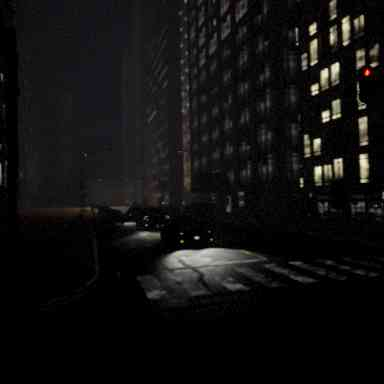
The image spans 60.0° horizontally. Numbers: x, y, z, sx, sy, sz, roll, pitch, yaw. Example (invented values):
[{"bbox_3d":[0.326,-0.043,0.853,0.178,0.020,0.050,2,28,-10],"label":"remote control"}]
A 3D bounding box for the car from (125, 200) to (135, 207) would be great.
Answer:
[{"bbox_3d":[-17.536,3.316,93.448,2.192,1.841,5.009,0,-1,-17],"label":"car"}]

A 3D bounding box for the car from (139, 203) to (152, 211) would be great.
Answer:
[{"bbox_3d":[-9.307,2.937,66.469,1.887,1.381,4.507,-1,-1,-17],"label":"car"}]

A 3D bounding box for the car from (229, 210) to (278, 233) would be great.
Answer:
[{"bbox_3d":[4.013,1.916,22.663,1.752,1.417,4.829,-1,-1,-17],"label":"car"}]

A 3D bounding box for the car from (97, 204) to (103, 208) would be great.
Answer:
[{"bbox_3d":[-12.373,2.749,47.800,1.802,1.307,4.206,0,-1,-17],"label":"car"}]

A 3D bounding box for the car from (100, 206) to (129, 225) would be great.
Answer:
[{"bbox_3d":[-7.436,2.362,31.612,1.947,1.339,4.313,-1,-1,-17],"label":"car"}]

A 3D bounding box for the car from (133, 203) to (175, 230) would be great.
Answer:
[{"bbox_3d":[-3.142,1.966,26.374,2.097,1.767,4.553,-1,-1,-17],"label":"car"}]

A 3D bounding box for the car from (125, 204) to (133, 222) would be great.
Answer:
[{"bbox_3d":[-6.125,2.365,36.172,1.812,1.442,4.674,-1,-1,-16],"label":"car"}]

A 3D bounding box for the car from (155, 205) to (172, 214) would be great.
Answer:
[{"bbox_3d":[-4.370,2.607,50.284,1.802,1.307,4.206,-1,-1,-17],"label":"car"}]

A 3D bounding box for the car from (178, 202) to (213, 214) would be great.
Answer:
[{"bbox_3d":[0.561,1.969,34.105,2.192,1.841,5.009,-1,-1,-17],"label":"car"}]

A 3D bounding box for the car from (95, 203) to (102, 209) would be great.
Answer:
[{"bbox_3d":[-14.019,2.835,53.197,1.887,1.381,4.507,0,-1,-17],"label":"car"}]

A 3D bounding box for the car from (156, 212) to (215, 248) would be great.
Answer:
[{"bbox_3d":[-0.350,1.966,17.225,1.994,1.385,4.181,-1,-1,-17],"label":"car"}]

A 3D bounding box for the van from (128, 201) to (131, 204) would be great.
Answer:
[{"bbox_3d":[-14.245,3.100,82.657,1.690,1.788,3.998,0,-1,-17],"label":"van"}]

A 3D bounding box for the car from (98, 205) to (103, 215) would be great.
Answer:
[{"bbox_3d":[-9.082,2.471,37.008,2.008,1.369,4.403,-1,-1,-17],"label":"car"}]

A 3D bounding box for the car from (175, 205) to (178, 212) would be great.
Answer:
[{"bbox_3d":[-2.725,2.446,44.890,1.887,1.381,4.507,-1,-1,-17],"label":"car"}]

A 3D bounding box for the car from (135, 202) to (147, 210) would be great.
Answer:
[{"bbox_3d":[-10.953,2.955,71.866,1.967,1.590,4.097,-1,-1,-17],"label":"car"}]

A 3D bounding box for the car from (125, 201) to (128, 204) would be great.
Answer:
[{"bbox_3d":[-15.888,3.431,88.048,2.008,1.369,4.403,0,-1,-17],"label":"car"}]

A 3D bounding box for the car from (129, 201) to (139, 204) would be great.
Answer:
[{"bbox_3d":[-9.187,2.791,57.178,2.033,1.411,5.357,-1,-1,-17],"label":"car"}]
